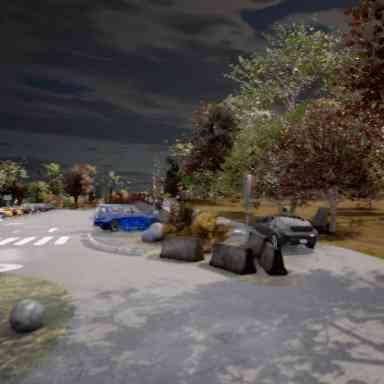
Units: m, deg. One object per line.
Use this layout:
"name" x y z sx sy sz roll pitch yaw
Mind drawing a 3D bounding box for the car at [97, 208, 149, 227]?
"car" -6.906 2.487 33.361 4.553 1.767 2.185 3 -3 -35

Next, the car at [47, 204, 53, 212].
"car" -36.831 3.768 78.693 5.566 2.045 2.435 1 -2 -35

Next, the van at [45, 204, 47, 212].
"van" -36.161 3.696 75.748 4.442 1.987 1.878 1 -2 -35

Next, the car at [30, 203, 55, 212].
"car" -39.207 4.051 87.207 5.566 2.045 2.435 1 -2 -35

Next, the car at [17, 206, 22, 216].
"car" -29.041 3.063 50.144 5.008 1.535 2.097 1 -2 -35

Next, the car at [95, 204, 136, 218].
"car" -11.637 2.951 50.879 5.566 2.045 2.435 3 -3 -35

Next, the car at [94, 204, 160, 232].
"car" -5.266 2.168 27.577 5.566 2.045 2.435 3 -3 -35

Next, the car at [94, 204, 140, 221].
"car" -10.089 2.753 45.016 5.566 2.045 2.435 3 -2 -35

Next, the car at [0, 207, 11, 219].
"car" -27.474 2.872 44.428 5.008 1.535 2.097 1 -3 -35

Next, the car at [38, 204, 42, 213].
"car" -33.726 3.639 67.261 4.892 1.521 2.231 1 -2 -35

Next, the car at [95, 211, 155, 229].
"car" -6.078 2.517 30.459 4.892 1.521 2.231 3 -2 -35

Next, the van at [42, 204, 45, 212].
"van" -35.381 3.601 72.896 4.442 1.987 1.878 1 -2 -35

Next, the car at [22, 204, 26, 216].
"car" -29.965 3.154 52.879 5.366 1.575 1.946 1 -2 -35

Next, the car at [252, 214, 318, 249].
"car" 4.465 1.878 16.632 1.837 1.490 4.892 2 -1 -7

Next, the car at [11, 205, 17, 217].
"car" -28.405 2.962 47.174 5.366 1.575 1.946 1 -2 -35

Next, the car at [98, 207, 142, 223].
"car" -8.454 2.685 39.222 4.553 1.767 2.185 3 -2 -35

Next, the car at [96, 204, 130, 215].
"car" -14.830 3.342 62.534 5.566 2.045 2.435 3 -3 -35

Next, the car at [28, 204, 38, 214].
"car" -32.970 3.417 64.389 4.553 1.767 2.185 1 -2 -35

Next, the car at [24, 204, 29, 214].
"car" -30.583 3.285 55.866 4.792 1.488 2.163 1 -3 -35

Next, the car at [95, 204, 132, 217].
"car" -13.287 3.145 56.674 5.566 2.045 2.435 3 -2 -35

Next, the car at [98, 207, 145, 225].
"car" -7.649 2.587 36.305 4.553 1.767 2.185 3 -2 -35

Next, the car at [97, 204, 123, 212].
"car" -20.450 4.022 82.886 5.566 2.045 2.435 3 -2 -35
